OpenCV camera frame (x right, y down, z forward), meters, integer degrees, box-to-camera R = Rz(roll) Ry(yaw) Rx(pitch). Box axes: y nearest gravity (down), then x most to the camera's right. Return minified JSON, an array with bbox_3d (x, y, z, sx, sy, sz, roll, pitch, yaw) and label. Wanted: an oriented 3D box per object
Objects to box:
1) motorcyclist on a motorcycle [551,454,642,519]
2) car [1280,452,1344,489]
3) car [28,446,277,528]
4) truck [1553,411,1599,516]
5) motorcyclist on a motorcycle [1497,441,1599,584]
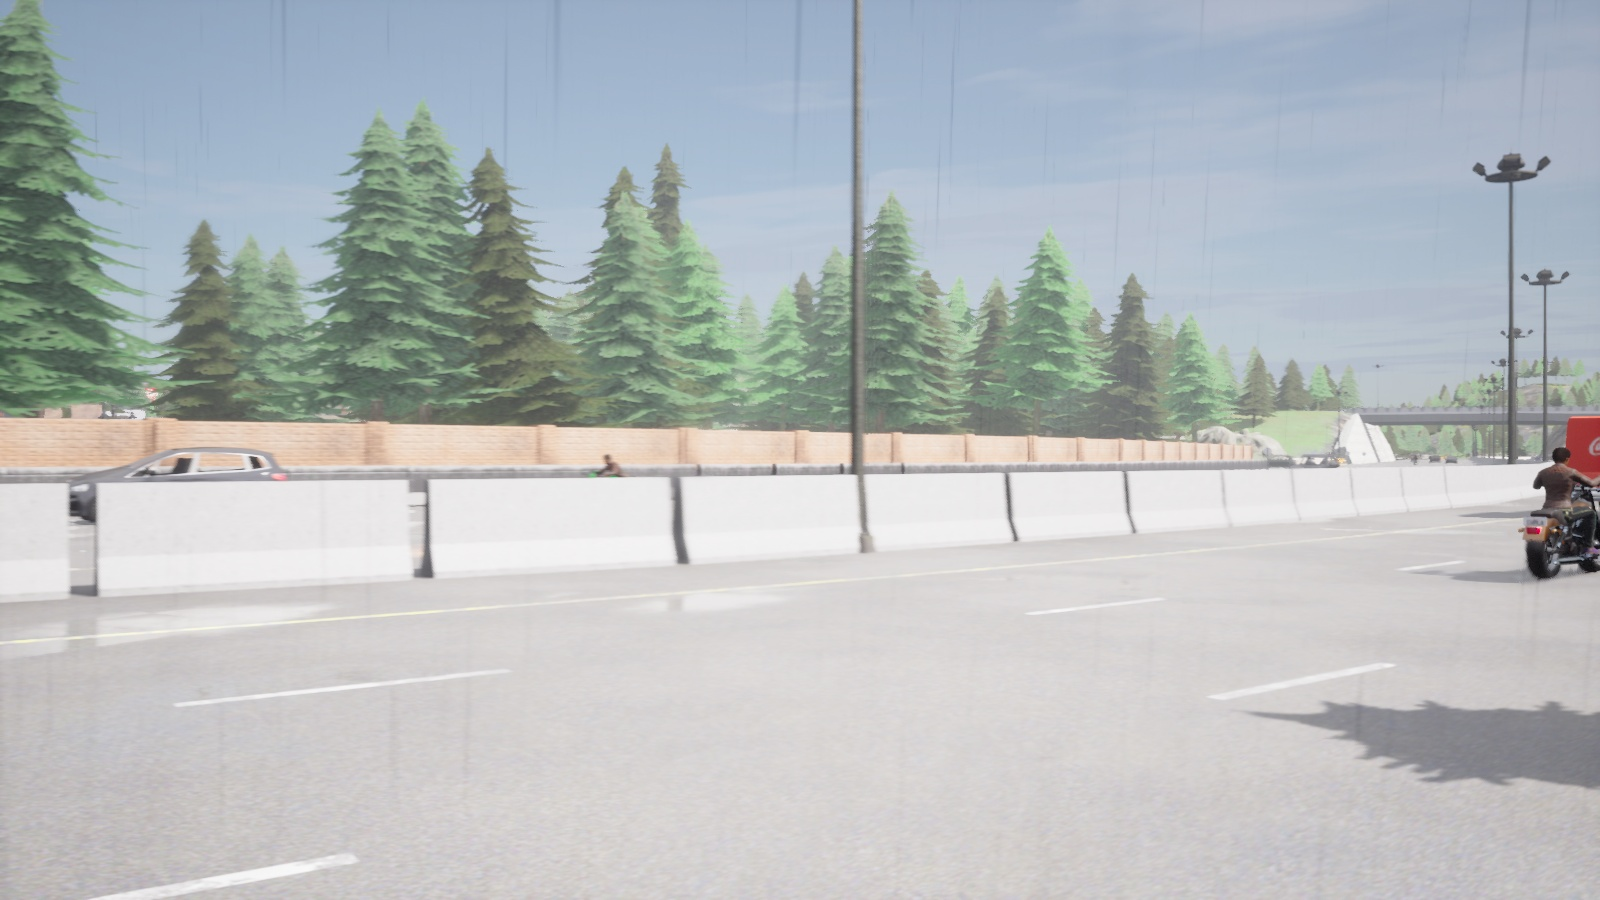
[{"bbox_3d":[-4.975,0.873,30.759,2.044,1.523,0.797,0,-1,-40],"label":"motorcyclist on a motorcycle"},{"bbox_3d":[22.665,0.884,55.517,1.789,1.549,3.705,0,0,36],"label":"car"},{"bbox_3d":[-14.323,0.754,27.863,4.611,1.667,2.242,0,0,-36],"label":"car"},{"bbox_3d":[20.910,0.323,31.328,2.627,2.467,5.204,0,0,43],"label":"truck"},{"bbox_3d":[9.534,0.731,15.557,2.350,1.649,0.766,0,-1,-40],"label":"motorcyclist on a motorcycle"}]
